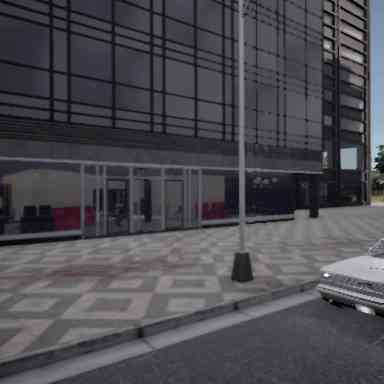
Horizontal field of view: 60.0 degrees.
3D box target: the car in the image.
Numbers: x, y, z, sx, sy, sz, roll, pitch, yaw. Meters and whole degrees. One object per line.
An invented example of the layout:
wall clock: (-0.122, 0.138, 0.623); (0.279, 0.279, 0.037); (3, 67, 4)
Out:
car: (4.580, 1.570, 6.645); (4.718, 1.301, 1.895); (0, 0, -35)
